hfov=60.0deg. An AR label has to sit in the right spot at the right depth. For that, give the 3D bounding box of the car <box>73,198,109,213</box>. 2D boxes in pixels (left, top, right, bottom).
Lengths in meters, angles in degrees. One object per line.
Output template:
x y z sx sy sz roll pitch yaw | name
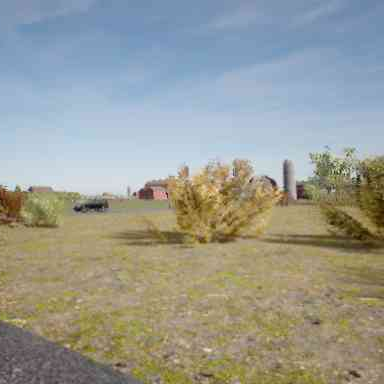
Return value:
-14.902 1.982 49.440 2.150 2.045 5.566 -2 -2 36 | car

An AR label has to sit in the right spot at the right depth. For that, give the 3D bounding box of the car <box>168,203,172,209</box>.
-2.345 2.353 60.666 1.837 1.490 4.892 -2 -2 36 | car
